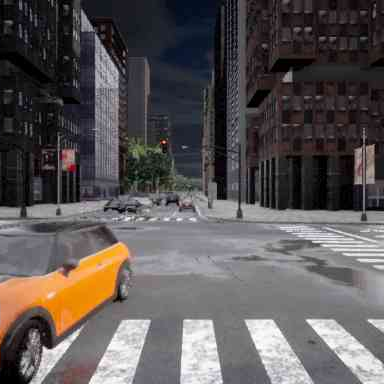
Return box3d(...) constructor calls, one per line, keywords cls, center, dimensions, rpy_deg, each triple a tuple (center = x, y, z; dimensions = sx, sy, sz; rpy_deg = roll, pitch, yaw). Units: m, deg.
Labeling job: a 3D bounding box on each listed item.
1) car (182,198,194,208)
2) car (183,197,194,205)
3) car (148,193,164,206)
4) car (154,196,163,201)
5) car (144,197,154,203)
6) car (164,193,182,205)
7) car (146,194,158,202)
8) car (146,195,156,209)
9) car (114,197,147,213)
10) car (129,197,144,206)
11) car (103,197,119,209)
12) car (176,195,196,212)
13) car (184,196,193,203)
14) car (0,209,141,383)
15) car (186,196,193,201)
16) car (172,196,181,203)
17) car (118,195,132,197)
box3d(cls="car", center=(-0.596, 1.614, 49.847), dimensions=(1.802, 1.307, 4.206), rpy_deg=(0, 0, 0))
box3d(cls="car", center=(-0.648, 1.603, 60.697), dimensions=(1.887, 1.381, 4.507), rpy_deg=(0, 0, 0))
box3d(cls="car", center=(-6.472, 1.268, 55.959), dimensions=(2.150, 2.045, 5.566), rpy_deg=(0, 0, 0))
box3d(cls="car", center=(-9.330, 1.696, 93.218), dimensions=(1.887, 1.381, 4.507), rpy_deg=(0, 0, 0))
box3d(cls="car", center=(-9.226, 1.669, 71.515), dimensions=(1.802, 1.307, 4.206), rpy_deg=(0, 0, 0))
box3d(cls="car", center=(-3.296, 1.271, 58.182), dimensions=(2.150, 2.045, 5.566), rpy_deg=(0, 0, 0))
box3d(cls="car", center=(-9.253, 1.417, 76.941), dimensions=(2.192, 1.841, 5.009), rpy_deg=(0, 0, 0))
box3d(cls="car", center=(-6.433, 1.548, 45.316), dimensions=(1.812, 1.442, 4.674), rpy_deg=(0, 0, 0))
box3d(cls="car", center=(-6.385, 1.547, 35.090), dimensions=(2.033, 1.411, 5.357), rpy_deg=(0, 0, 0))
box3d(cls="car", center=(-9.146, 1.570, 55.067), dimensions=(1.752, 1.417, 4.829), rpy_deg=(0, 0, 0))
box3d(cls="car", center=(-9.069, 1.574, 38.959), dimensions=(1.947, 1.339, 4.313), rpy_deg=(0, 0, 0))
box3d(cls="car", center=(-0.544, 1.448, 38.997), dimensions=(1.967, 1.590, 4.097), rpy_deg=(0, 0, 0))
box3d(cls="car", center=(-0.701, 1.613, 71.717), dimensions=(1.752, 1.417, 4.829), rpy_deg=(0, 0, 0))
box3d(cls="car", center=(-2.637, 1.348, 5.397), dimensions=(2.097, 1.767, 4.553), rpy_deg=(0, 0, 10))
box3d(cls="car", center=(-0.806, 1.696, 93.246), dimensions=(1.887, 1.381, 4.507), rpy_deg=(0, 0, 0))
box3d(cls="car", center=(-3.468, 1.651, 75.398), dimensions=(1.994, 1.385, 4.181), rpy_deg=(0, 0, 0))
box3d(cls="car", center=(-9.096, 1.335, 44.385), dimensions=(2.192, 1.841, 5.009), rpy_deg=(0, 0, 0))
